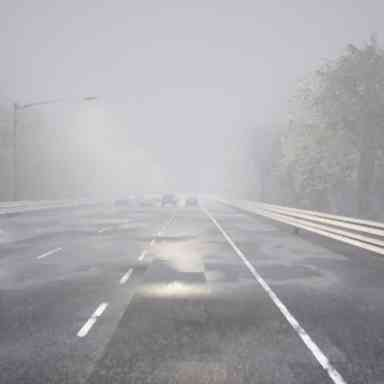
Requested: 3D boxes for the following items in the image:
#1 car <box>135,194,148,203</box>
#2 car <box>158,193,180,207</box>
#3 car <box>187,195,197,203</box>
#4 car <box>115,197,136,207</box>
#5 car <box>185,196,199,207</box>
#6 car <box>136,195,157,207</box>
[{"bbox_3d":[-10.484,1.388,69.500,2.097,1.767,4.553,0,0,0],"label":"car"},{"bbox_3d":[-3.491,1.240,50.969,2.150,2.045,5.566,0,0,0],"label":"car"},{"bbox_3d":[0.017,1.513,70.187,1.882,1.535,5.008,0,0,0],"label":"car"},{"bbox_3d":[-10.490,1.516,51.042,2.128,1.511,4.902,0,0,0],"label":"car"},{"bbox_3d":[0.009,1.375,51.345,2.097,1.767,4.553,0,0,0],"label":"car"},{"bbox_3d":[-6.990,1.588,51.520,1.994,1.385,4.181,0,0,0],"label":"car"}]
